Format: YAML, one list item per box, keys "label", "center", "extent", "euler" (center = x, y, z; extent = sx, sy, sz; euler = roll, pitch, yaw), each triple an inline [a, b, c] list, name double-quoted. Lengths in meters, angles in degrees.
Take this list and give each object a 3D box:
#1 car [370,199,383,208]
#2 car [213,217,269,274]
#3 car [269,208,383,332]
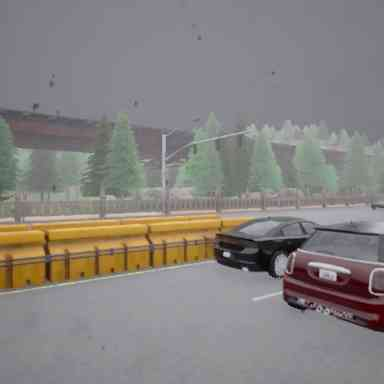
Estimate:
- label: "car"
  center: [25.572, 1.578, 43.722]
  extent: [5.357, 1.411, 2.033]
  euler: [0, 0, -35]
- label: "car"
  center: [2.938, 1.483, 10.169]
  extent: [5.008, 1.535, 1.882]
  euler: [0, 0, -35]
- label: "car"
  center: [3.918, 1.356, 6.579]
  extent: [4.553, 1.767, 2.097]
  euler: [0, 0, -35]
